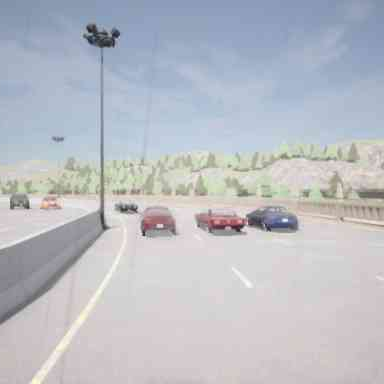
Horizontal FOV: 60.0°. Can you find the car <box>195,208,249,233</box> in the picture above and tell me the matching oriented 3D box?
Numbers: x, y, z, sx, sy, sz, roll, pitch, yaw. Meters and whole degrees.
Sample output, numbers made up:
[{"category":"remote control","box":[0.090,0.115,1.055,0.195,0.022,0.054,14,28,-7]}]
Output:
[{"category":"car","box":[1.456,1.584,19.408,1.895,1.301,4.718,0,0,-11]}]

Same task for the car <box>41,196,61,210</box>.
[{"category":"car","box":[-18.566,1.398,43.662,2.097,1.767,4.553,0,0,-29]}]

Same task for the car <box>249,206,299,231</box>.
[{"category":"car","box":[4.785,1.534,20.375,1.994,1.385,4.181,0,0,-11]}]

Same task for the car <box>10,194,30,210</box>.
[{"category":"car","box":[-23.123,1.288,44.684,2.150,2.045,5.566,0,0,-30]}]

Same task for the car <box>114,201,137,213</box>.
[{"category":"car","box":[-7.381,1.608,36.789,1.895,1.301,4.718,0,0,-22]}]

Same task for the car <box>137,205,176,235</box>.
[{"category":"car","box":[-2.011,1.523,18.866,1.812,1.442,4.674,0,0,-10]}]
